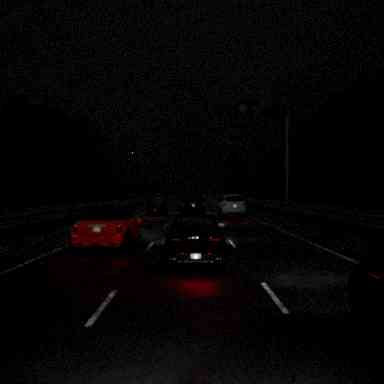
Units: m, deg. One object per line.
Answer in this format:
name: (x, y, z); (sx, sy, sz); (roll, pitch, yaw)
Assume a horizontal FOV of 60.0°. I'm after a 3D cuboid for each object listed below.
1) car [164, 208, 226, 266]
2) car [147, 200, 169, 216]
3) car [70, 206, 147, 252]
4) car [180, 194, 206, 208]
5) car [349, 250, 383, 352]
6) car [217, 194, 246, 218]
car: (0.105, 1.503, 11.518); (1.837, 1.490, 4.892); (0, 0, 0)
car: (-3.385, 1.491, 33.152); (1.882, 1.535, 5.008); (0, 0, 0)
car: (-3.395, 1.351, 13.996); (2.097, 1.767, 4.553); (0, 0, 0)
car: (0.115, 1.231, 30.808); (2.150, 2.045, 5.566); (0, 0, 0)
car: (3.601, 1.220, 3.009); (2.150, 2.045, 5.566); (0, 0, 0)
car: (3.614, 1.230, 30.683); (2.150, 2.045, 5.566); (0, 0, 0)
